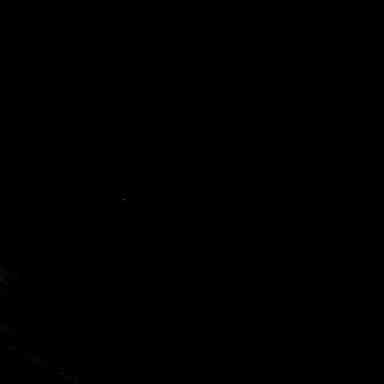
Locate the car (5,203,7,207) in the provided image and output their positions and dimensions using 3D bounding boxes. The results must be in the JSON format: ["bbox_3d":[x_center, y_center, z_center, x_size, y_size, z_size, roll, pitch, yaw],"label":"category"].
[{"bbox_3d":[-20.126,1.553,41.765,1.882,1.535,5.008,0,0,33],"label":"car"}]

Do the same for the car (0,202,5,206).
[{"bbox_3d":[-23.108,1.642,43.604,1.994,1.385,4.181,0,0,33],"label":"car"}]

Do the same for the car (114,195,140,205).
[{"bbox_3d":[-11.791,1.430,60.665,2.097,1.767,4.553,0,0,34],"label":"car"}]

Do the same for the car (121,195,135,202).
[{"bbox_3d":[-9.703,1.426,57.493,2.097,1.767,4.553,0,0,34],"label":"car"}]
